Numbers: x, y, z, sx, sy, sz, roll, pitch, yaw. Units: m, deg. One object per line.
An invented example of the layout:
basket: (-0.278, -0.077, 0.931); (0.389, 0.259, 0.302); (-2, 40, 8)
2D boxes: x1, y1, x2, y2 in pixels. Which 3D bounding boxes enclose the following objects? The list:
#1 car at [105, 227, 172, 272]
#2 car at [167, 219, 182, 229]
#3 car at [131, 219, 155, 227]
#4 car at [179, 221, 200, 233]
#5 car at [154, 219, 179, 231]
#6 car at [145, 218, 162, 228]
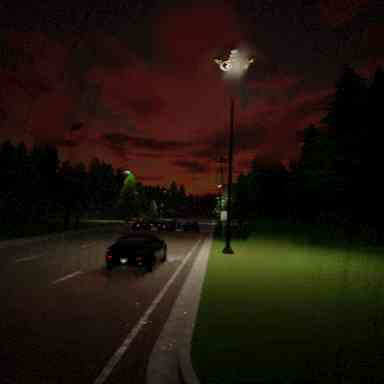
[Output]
car: (-2.257, 2.463, 14.353); (1.812, 1.442, 4.674); (2, -4, 6)
car: (-2.838, 5.262, 54.615); (1.812, 1.442, 4.674); (2, -4, 4)
car: (-6.930, 4.508, 45.744); (1.994, 1.385, 4.181); (2, -4, 5)
car: (-0.016, 4.632, 44.434); (2.128, 1.511, 4.902); (2, -4, 5)
car: (-3.442, 4.635, 45.478); (1.994, 1.385, 4.181); (2, -4, 5)
car: (-6.326, 5.135, 54.878); (1.812, 1.442, 4.674); (2, -4, 4)
